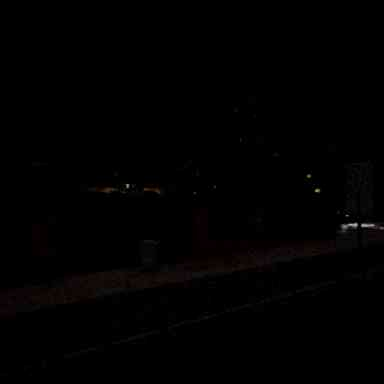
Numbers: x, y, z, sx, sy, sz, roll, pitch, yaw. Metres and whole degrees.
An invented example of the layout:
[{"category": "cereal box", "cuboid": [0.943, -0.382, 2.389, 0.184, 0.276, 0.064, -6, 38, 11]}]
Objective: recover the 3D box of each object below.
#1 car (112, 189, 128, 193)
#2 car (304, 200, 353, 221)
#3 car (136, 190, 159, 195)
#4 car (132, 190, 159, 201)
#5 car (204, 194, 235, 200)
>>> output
[{"category": "car", "cuboid": [-12.726, 0.300, 58.351, 1.837, 1.490, 4.892, -2, 2, -35]}, {"category": "car", "cuboid": [8.568, 1.253, 22.494, 1.994, 1.385, 4.181, -2, 2, -36]}, {"category": "car", "cuboid": [-5.568, 0.541, 42.984, 2.097, 1.767, 4.553, -2, 2, -34]}, {"category": "car", "cuboid": [-7.055, 0.471, 50.225, 2.128, 1.511, 4.902, -2, 2, -35]}, {"category": "car", "cuboid": [2.669, 0.981, 31.020, 1.837, 1.490, 4.892, -2, 2, -34]}]
